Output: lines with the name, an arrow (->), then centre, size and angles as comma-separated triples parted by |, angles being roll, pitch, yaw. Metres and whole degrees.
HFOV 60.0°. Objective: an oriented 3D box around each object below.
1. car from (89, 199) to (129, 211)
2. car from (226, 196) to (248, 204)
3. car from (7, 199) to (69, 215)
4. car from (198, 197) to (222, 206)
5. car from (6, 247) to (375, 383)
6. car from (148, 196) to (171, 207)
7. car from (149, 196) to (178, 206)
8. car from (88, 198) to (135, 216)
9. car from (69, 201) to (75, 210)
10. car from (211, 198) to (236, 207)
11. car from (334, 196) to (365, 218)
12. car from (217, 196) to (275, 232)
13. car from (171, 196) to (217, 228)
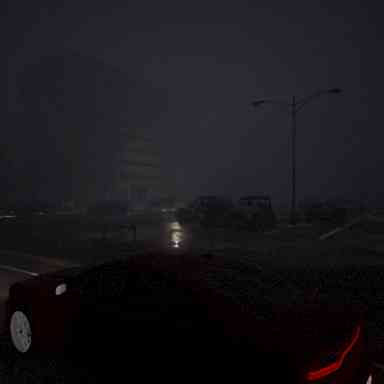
car -> -10.337, 1.601, 41.775 | 1.895, 1.301, 4.718 | 0, 0, 34
car -> 8.581, 1.492, 63.326 | 2.128, 1.511, 4.902 | 0, 0, 34
car -> -15.679, 1.547, 33.814 | 2.033, 1.411, 5.357 | 0, 0, 34
car -> 3.027, 1.526, 55.035 | 1.812, 1.442, 4.674 | 0, 0, 34
car -> -0.486, 1.478, 4.335 | 5.008, 1.535, 1.882 | 0, 0, 35
car -> -4.662, 1.492, 50.206 | 2.128, 1.511, 4.902 | 0, 0, 34
car -> -4.761, 1.492, 56.294 | 2.128, 1.511, 4.902 | 0, 0, 34
car -> -8.019, 1.564, 32.300 | 1.994, 1.385, 4.181 | 0, 0, 34
car -> -16.130, 1.526, 39.402 | 1.812, 1.442, 4.674 | 0, 0, 34
car -> 4.914, 1.601, 51.584 | 1.895, 1.301, 4.718 | 0, 0, 34
car -> 15.380, 1.395, 31.987 | 1.970, 1.475, 3.806 | 0, 0, 34
car -> 3.356, 1.156, 19.032 | 1.905, 1.878, 3.866 | 0, 0, 34
car -> 0.989, 1.153, 20.698 | 1.932, 1.855, 4.605 | 0, 0, 34
